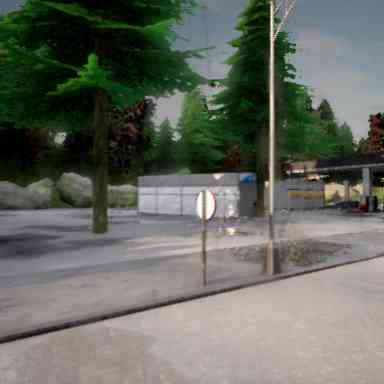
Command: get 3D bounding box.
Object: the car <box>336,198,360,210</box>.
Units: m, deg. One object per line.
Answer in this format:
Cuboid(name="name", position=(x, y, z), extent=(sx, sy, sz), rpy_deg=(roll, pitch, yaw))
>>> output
Cuboid(name="car", position=(20.352, 1.502, 43.439), extent=(3.633, 1.501, 1.845), rpy_deg=(0, 0, -35))
